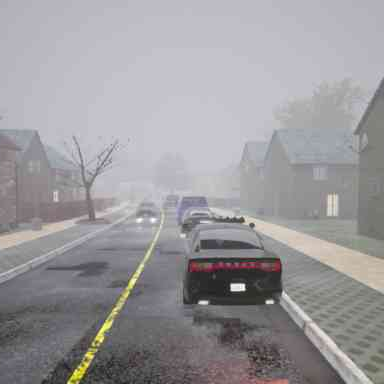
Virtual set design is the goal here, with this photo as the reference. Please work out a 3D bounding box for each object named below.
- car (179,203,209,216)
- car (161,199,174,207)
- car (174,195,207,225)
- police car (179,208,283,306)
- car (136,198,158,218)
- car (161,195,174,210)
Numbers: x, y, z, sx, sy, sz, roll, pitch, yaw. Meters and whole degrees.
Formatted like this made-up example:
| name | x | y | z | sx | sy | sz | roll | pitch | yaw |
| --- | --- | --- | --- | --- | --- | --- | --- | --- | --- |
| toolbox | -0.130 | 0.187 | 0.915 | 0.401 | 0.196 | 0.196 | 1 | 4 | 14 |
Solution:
| name | x | y | z | sx | sy | sz | roll | pitch | yaw |
| --- | --- | --- | --- | --- | --- | --- | --- | --- | --- |
| car | 0.354 | 1.546 | 18.204 | 1.812 | 1.442 | 4.674 | 0 | 0 | -3 |
| car | -4.200 | 1.815 | 56.057 | 1.895 | 1.301 | 4.718 | 0 | 0 | -9 |
| car | 0.003 | 1.263 | 24.264 | 2.150 | 2.045 | 5.566 | 0 | 0 | -4 |
| police car | 0.721 | 1.426 | 8.255 | 1.930 | 1.638 | 5.238 | 0 | 0 | -1 |
| car | -4.285 | 1.630 | 31.899 | 2.033 | 1.411 | 5.357 | 0 | 0 | -5 |
| car | -2.678 | 1.357 | 44.536 | 2.150 | 2.045 | 5.566 | 0 | 0 | -7 |
